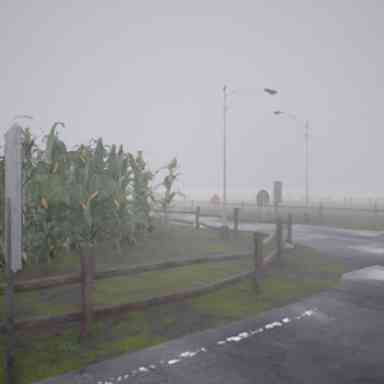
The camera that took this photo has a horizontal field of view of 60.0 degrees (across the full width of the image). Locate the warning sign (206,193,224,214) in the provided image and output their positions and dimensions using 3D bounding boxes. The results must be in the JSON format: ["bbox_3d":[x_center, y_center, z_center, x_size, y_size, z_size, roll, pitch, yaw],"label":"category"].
[{"bbox_3d":[2.145,1.035,30.760,1.300,1.860,1.060,0,0,-36],"label":"warning sign"}]
